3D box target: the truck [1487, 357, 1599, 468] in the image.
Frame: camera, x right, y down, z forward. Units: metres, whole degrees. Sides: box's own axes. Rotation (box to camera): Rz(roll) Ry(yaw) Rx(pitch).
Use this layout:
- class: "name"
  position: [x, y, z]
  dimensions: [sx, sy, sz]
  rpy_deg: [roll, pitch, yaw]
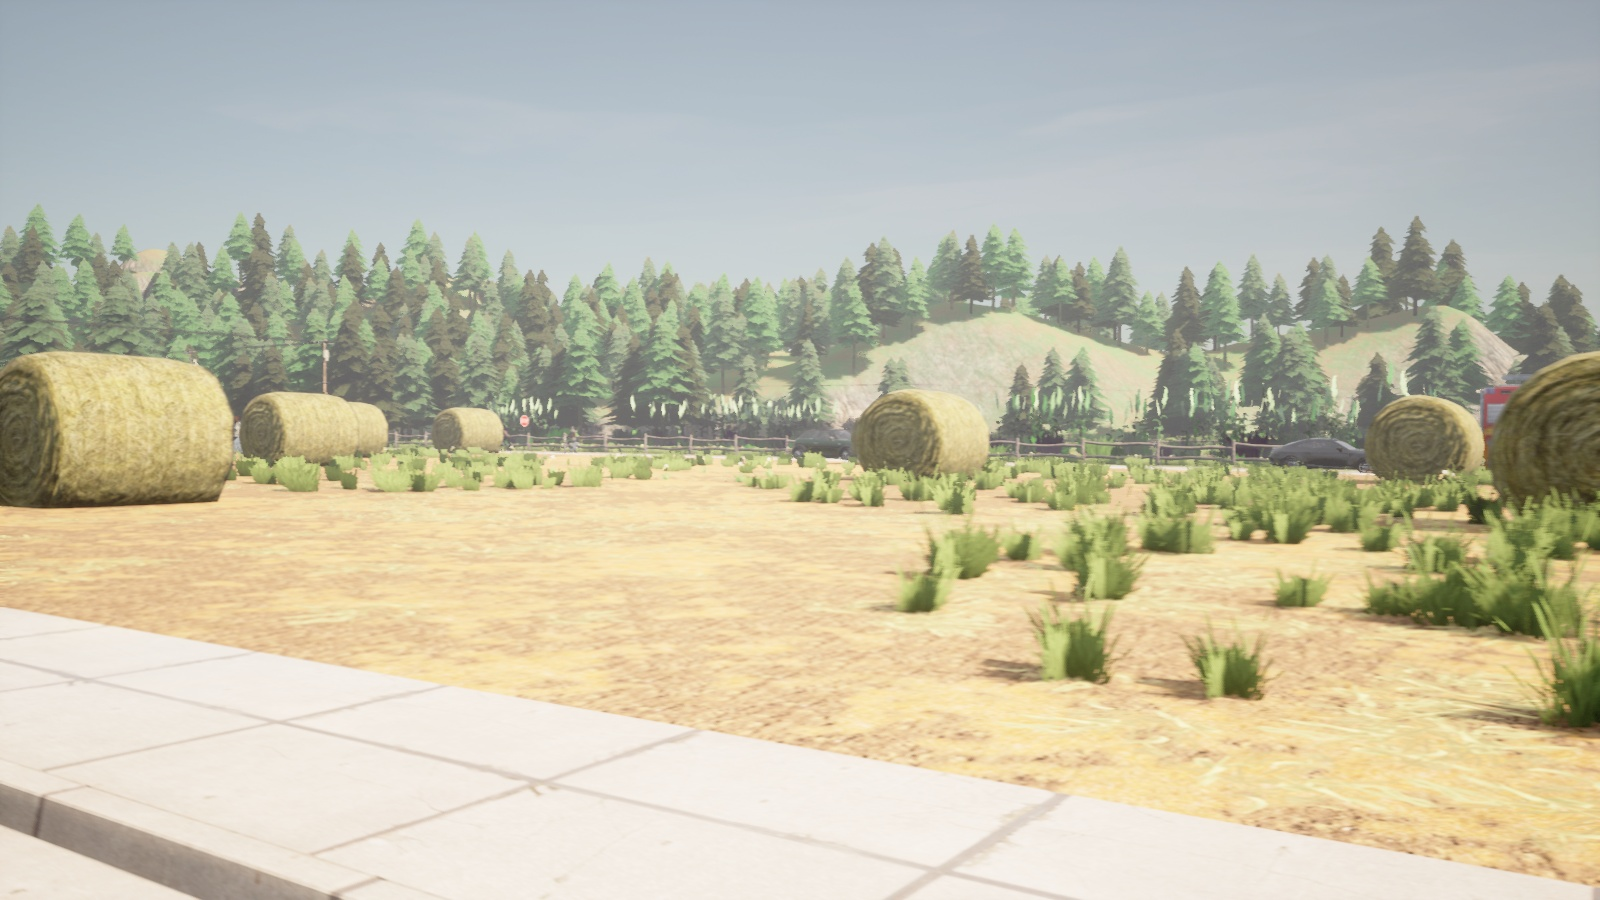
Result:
- class: "truck"
  position: [28.996, -1.303, 43.797]
  dimensions: [8.468, 3.827, 2.891]
  rpy_deg: [0, 1, 37]

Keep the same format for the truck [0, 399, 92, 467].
- class: "truck"
  position: [-45.474, -0.971, 71.542]
  dimensions: [2.891, 3.827, 8.468]
  rpy_deg: [0, 1, 35]

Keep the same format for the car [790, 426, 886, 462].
- class: "car"
  position: [1.937, -0.317, 64.553]
  dimensions: [4.553, 1.767, 2.097]
  rpy_deg: [0, 1, 37]

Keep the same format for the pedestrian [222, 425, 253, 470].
- class: "pedestrian"
  position: [-23.489, -0.119, 52.418]
  dimensions: [0.874, 1.855, 0.900]
  rpy_deg: [0, 1, 43]

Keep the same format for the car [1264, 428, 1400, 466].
- class: "car"
  position: [21.105, -0.123, 49.870]
  dimensions: [4.674, 1.442, 1.812]
  rpy_deg: [0, 1, 37]
